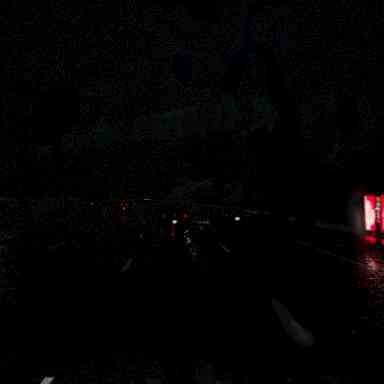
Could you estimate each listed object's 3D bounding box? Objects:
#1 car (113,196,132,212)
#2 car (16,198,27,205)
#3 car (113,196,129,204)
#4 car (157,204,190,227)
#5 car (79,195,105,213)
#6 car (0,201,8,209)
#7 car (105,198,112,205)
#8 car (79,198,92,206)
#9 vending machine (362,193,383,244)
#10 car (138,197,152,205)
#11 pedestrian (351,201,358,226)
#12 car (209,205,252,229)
[{"bbox_3d":[-8.396,1.618,40.276,1.837,1.490,4.892,0,0,-15],"label":"car"},{"bbox_3d":[-38.436,2.085,74.848,1.994,1.385,4.181,-1,0,-32],"label":"car"},{"bbox_3d":[-14.449,1.536,67.057,2.128,1.511,4.902,-1,0,-25],"label":"car"},{"bbox_3d":[-1.312,1.426,21.517,1.895,1.301,4.718,-1,0,-8],"label":"car"},{"bbox_3d":[-11.665,1.381,39.086,2.150,2.045,5.566,0,0,-15],"label":"car"},{"bbox_3d":[-22.597,1.792,37.928,1.882,1.535,5.008,-1,0,-15],"label":"car"},{"bbox_3d":[-16.283,1.786,62.455,1.994,1.385,4.181,-1,0,-24],"label":"car"},{"bbox_3d":[-19.756,1.797,61.743,1.812,1.442,4.674,-1,0,-24],"label":"car"},{"bbox_3d":[7.992,1.081,14.079,1.100,2.100,0.880,-1,0,-5],"label":"vending machine"},{"bbox_3d":[-9.035,1.611,63.398,2.128,1.511,4.902,-1,0,-23],"label":"car"},{"bbox_3d":[7.569,1.005,15.416,0.500,1.100,0.500,-1,0,-5],"label":"pedestrian"},{"bbox_3d":[2.375,1.528,21.315,1.994,1.385,4.181,-1,0,-8],"label":"car"}]
